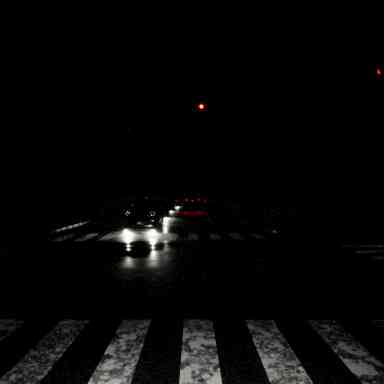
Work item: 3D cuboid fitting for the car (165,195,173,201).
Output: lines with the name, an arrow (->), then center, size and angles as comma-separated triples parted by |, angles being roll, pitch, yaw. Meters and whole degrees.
car -> -5.923, 1.571, 85.006 | 1.752, 1.417, 4.829 | 0, 0, 0

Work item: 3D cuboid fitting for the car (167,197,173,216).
car -> -3.158, 1.512, 31.997 | 1.837, 1.490, 4.892 | 0, 0, 0

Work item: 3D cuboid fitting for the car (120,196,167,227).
car -> -3.204, 1.355, 22.882 | 2.097, 1.767, 4.553 | 0, 0, 2

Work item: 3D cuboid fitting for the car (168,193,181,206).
car -> -3.141, 1.373, 54.208 | 2.097, 1.767, 4.553 | 0, 0, 0

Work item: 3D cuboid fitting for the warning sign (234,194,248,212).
warning sign -> 5.010, 1.123, 34.068 | 1.300, 1.860, 1.060 | 0, 0, 0

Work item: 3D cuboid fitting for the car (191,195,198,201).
car -> 0.738, 1.505, 90.254 | 1.801, 1.575, 5.366 | 0, 0, 0

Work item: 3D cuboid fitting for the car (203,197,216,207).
car -> 2.679, 1.546, 52.195 | 1.752, 1.417, 4.829 | 0, 0, 0

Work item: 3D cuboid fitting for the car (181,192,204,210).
car -> 0.027, 1.228, 43.925 | 2.150, 2.045, 5.566 | 0, -1, -1

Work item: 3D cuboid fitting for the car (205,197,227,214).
car -> 2.713, 1.553, 35.449 | 1.887, 1.381, 4.507 | 0, 0, 0

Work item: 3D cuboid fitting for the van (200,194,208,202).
van -> 2.634, 1.378, 74.127 | 1.690, 1.788, 3.998 | 0, 0, 0

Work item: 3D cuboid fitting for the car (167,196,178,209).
car -> -3.174, 1.560, 42.185 | 2.033, 1.411, 5.357 | 0, 0, -1

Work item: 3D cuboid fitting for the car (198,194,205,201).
car -> 2.601, 1.490, 90.704 | 1.967, 1.590, 4.097 | 0, 0, 0

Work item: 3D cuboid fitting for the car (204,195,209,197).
car -> 2.691, 1.561, 46.500 | 1.887, 1.381, 4.507 | 0, 0, 0

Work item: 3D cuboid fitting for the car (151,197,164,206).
car -> -5.878, 1.606, 57.552 | 1.802, 1.307, 4.206 | 0, 0, 0

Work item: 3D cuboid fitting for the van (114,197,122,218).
van -> -5.833, 1.347, 29.927 | 1.690, 1.788, 3.998 | 0, 0, 0

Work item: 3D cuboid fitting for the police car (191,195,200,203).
police car -> 0.767, 1.462, 74.175 | 1.930, 1.638, 5.238 | 0, 0, 0

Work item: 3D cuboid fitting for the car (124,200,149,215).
car -> -5.842, 1.553, 35.452 | 1.887, 1.381, 4.507 | 0, 0, 0

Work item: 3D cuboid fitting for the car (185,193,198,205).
car -> -0.038, 1.249, 60.371 | 2.150, 2.045, 5.566 | 0, 0, 1

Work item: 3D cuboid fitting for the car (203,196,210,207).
car -> 2.702, 1.557, 40.974 | 1.887, 1.381, 4.507 | 0, 0, 0

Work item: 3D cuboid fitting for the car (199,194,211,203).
car -> 2.645, 1.348, 68.602 | 2.192, 1.841, 5.009 | 0, 0, 0

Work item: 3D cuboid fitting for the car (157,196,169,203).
car -> -5.896, 1.583, 68.601 | 2.008, 1.369, 4.403 | 0, 0, 0
